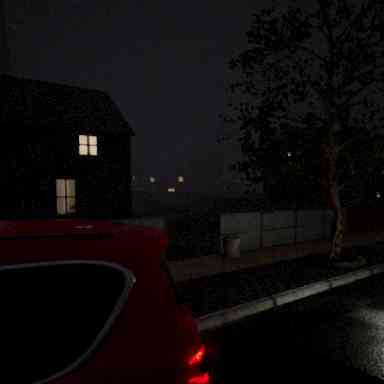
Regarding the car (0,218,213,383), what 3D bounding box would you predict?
[{"bbox_3d":[-2.408,1.222,1.247,5.566,2.045,2.150,0,0,-37],"label":"car"}]
